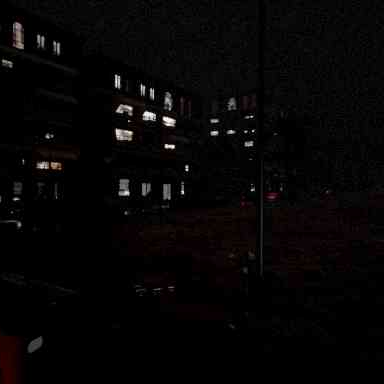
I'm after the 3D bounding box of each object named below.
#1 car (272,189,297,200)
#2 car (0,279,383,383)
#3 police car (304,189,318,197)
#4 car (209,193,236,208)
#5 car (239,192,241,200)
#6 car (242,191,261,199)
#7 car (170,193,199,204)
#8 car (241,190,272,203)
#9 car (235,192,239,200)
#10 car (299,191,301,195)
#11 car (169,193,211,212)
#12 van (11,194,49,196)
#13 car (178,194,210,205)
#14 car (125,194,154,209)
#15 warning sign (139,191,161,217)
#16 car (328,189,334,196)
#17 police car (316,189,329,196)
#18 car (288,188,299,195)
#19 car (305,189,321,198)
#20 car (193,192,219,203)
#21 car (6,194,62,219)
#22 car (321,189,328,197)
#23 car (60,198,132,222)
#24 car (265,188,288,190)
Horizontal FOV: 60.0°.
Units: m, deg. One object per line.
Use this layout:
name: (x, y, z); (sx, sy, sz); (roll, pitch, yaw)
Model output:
car: (15.522, 0.674, 55.936); (1.752, 1.417, 4.829); (2, 2, 35)
car: (-0.330, 1.544, 3.102); (4.507, 1.381, 1.887); (0, 0, 35)
police car: (27.449, 0.189, 76.729); (1.930, 1.638, 5.238); (0, 1, 32)
car: (2.756, 1.050, 37.474); (2.008, 1.369, 4.403); (2, 2, 35)
car: (9.593, 0.832, 51.941); (1.895, 1.301, 4.718); (1, 1, 35)
car: (11.603, 0.524, 65.002); (1.752, 1.417, 4.829); (2, 2, 35)
car: (-0.969, 0.909, 46.821); (1.947, 1.339, 4.313); (2, 2, 35)
car: (9.090, 0.876, 46.635); (2.008, 1.369, 4.403); (2, 2, 35)
car: (8.533, 0.649, 60.563); (1.947, 1.339, 4.313); (2, 2, 35)
car: (27.536, 0.113, 88.046); (1.887, 1.381, 4.507); (2, 2, 35)
car: (-0.412, 1.131, 32.893); (1.887, 1.381, 4.507); (2, 2, 35)
van: (-13.636, 1.035, 28.493); (1.690, 1.788, 3.998); (2, 2, 35)
car: (0.370, 0.987, 44.204); (1.895, 1.301, 4.718); (1, 1, 35)
car: (-6.095, 1.042, 34.869); (1.882, 1.535, 5.008); (1, 1, 34)
warning sign: (-3.130, 0.851, 24.821); (1.300, 1.860, 1.060); (-1, 0, 35)
car: (34.430, 0.077, 83.277); (1.967, 1.590, 4.097); (2, 2, 35)
police car: (33.259, 0.037, 84.870); (1.930, 1.638, 5.238); (1, 1, 34)
car: (24.371, -0.031, 83.459); (2.192, 1.841, 5.009); (2, 2, 35)
car: (24.928, 0.445, 69.539); (2.008, 1.369, 4.403); (2, 2, 35)
car: (2.198, 0.807, 51.401); (2.008, 1.369, 4.403); (2, 2, 35)
car: (-11.884, 1.229, 26.504); (1.837, 1.490, 4.892); (1, 1, 35)
car: (28.094, 0.359, 74.118); (2.008, 1.369, 4.403); (2, 2, 35)
car: (-6.746, 1.328, 23.734); (1.947, 1.339, 4.313); (2, 2, 35)
car: (15.396, 0.550, 60.335); (1.882, 1.535, 5.008); (1, 1, 35)
